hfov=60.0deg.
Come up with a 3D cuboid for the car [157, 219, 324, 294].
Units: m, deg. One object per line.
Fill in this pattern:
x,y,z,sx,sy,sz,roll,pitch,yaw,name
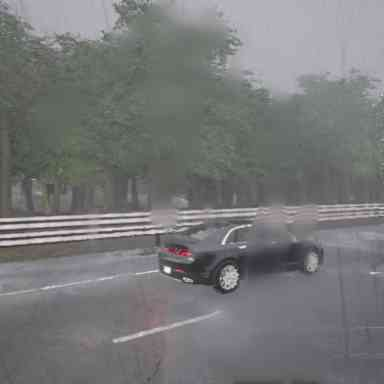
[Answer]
1.450,1.481,8.776,4.892,1.490,1.837,0,0,-34,car
